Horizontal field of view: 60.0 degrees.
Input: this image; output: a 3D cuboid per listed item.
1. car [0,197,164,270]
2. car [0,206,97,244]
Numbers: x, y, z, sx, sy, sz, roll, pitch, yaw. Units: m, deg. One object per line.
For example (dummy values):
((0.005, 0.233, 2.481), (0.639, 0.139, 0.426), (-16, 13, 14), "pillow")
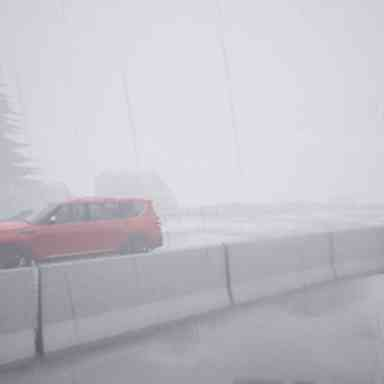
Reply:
((-3.524, 1.188, 9.927), (5.566, 2.045, 2.150), (0, 0, -34), "car")
((-7.455, 1.500, 15.728), (5.357, 1.411, 2.033), (0, 0, -34), "car")
